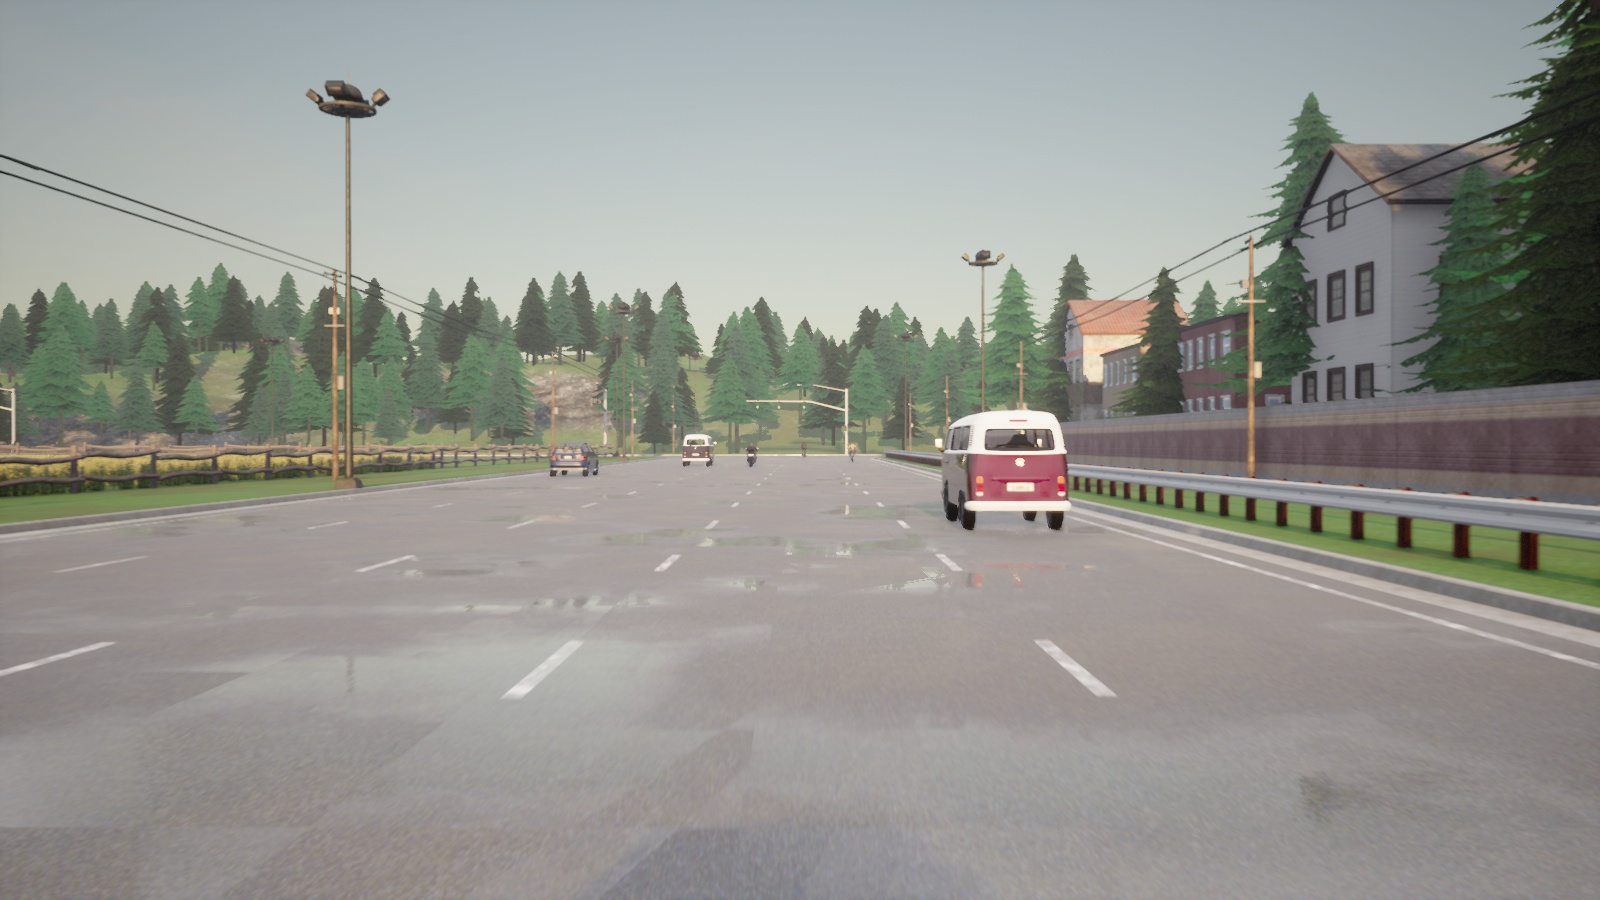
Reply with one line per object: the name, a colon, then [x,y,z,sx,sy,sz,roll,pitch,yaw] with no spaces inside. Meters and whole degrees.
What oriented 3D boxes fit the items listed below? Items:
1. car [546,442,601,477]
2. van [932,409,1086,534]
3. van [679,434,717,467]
car: [-10.165,0.398,56.689,1.789,1.549,3.705,0,0,0]
van: [3.644,0.345,22.755,2.069,2.038,4.480,0,0,0]
van: [-6.529,0.012,80.649,2.069,2.038,4.480,0,0,0]
